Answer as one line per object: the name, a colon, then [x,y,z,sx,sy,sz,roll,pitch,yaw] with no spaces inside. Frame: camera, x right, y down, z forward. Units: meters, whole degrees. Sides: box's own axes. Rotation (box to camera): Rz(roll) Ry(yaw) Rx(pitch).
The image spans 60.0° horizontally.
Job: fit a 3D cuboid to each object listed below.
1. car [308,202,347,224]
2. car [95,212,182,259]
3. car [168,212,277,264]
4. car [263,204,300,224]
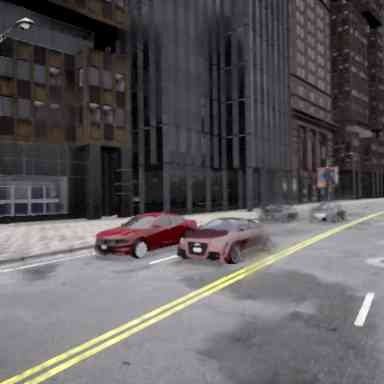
car: [10.185,1.505,24.781,2.128,1.511,4.902,-1,-1,37]
car: [-1.664,1.624,13.653,1.882,1.535,5.008,-1,0,34]
car: [1.303,1.645,12.216,1.994,1.385,4.181,-1,-1,35]
car: [6.793,1.647,25.659,1.994,1.385,4.181,-1,0,36]
